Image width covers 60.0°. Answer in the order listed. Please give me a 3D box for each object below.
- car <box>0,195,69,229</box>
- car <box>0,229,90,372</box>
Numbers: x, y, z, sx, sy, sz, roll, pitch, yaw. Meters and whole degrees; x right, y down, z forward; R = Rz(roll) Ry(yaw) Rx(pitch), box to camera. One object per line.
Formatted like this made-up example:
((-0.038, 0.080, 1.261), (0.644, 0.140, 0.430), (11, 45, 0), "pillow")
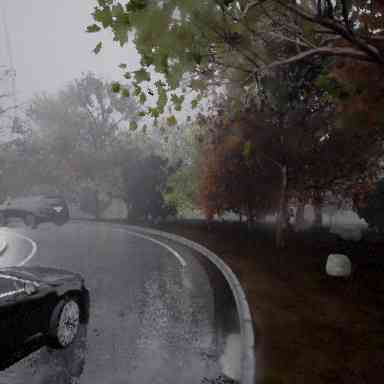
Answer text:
((-10.342, 1.223, 21.474), (5.566, 2.045, 2.150), (0, -1, 32), "car")
((-3.073, 1.492, 3.635), (2.128, 1.511, 4.902), (0, 0, 17), "car")
